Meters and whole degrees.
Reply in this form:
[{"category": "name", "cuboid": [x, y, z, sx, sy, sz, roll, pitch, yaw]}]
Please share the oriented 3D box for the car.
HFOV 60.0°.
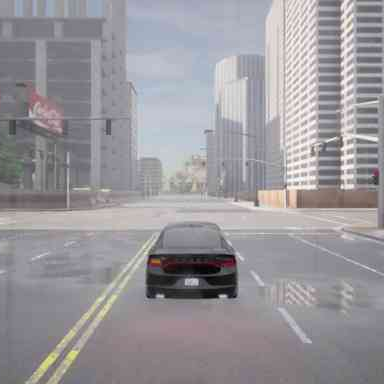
[{"category": "car", "cuboid": [0.001, 1.478, 8.499, 1.882, 1.535, 5.008, 0, 0, 0]}]
